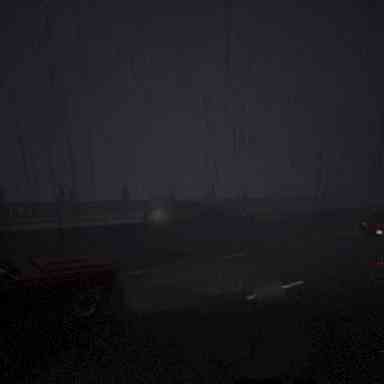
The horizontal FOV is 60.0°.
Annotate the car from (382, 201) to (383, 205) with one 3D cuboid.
[{"bbox_3d":[33.240,1.532,54.791,5.357,1.411,2.033,0,0,-40],"label":"car"}]

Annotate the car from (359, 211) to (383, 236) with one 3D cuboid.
[{"bbox_3d":[10.529,1.597,17.091,4.718,1.301,1.895,0,0,-40],"label":"car"}]

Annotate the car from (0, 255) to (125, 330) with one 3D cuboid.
[{"bbox_3d":[-3.608,1.619,5.605,4.718,1.301,1.895,0,0,-36],"label":"car"}]

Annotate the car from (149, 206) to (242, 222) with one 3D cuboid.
[{"bbox_3d":[0.328,1.625,17.888,4.718,1.301,1.895,0,0,-40],"label":"car"}]

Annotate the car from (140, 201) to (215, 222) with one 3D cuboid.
[{"bbox_3d":[-1.066,1.384,21.288,4.553,1.767,2.097,0,0,-40],"label":"car"}]

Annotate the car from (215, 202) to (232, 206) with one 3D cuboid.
[{"bbox_3d":[1.918,1.581,28.399,5.357,1.411,2.033,0,0,-40],"label":"car"}]
